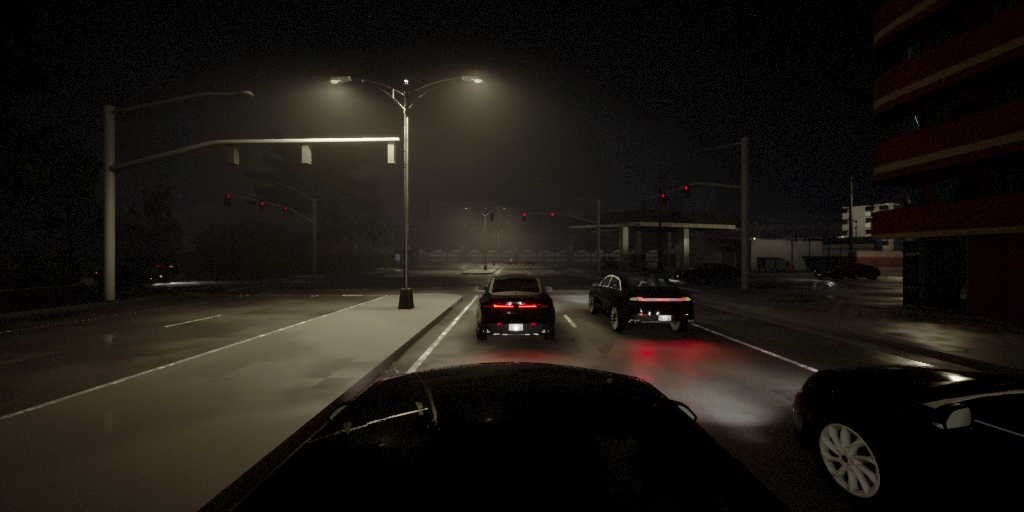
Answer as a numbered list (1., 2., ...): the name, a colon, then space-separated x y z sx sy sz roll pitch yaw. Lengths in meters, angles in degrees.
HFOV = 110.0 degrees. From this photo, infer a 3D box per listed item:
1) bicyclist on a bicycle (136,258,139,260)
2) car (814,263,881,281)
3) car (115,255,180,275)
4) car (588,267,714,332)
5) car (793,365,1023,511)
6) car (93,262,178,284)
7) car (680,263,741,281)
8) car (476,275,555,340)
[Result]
1. bicyclist on a bicycle: -38.217 1.053 36.720 0.582 1.620 1.656 0 0 0
2. car: 27.995 1.276 29.983 4.674 1.442 1.812 0 0 -1
3. car: -31.158 0.971 29.977 5.566 2.045 2.150 0 0 0
4. car: 3.605 1.242 10.833 2.128 1.511 4.902 0 0 0
5. car: 3.600 1.255 1.425 1.837 1.490 4.892 0 0 0
6. car: -27.753 1.314 26.298 4.181 1.385 1.994 0 0 0
7. car: 16.413 1.297 29.820 5.357 1.411 2.033 0 0 -1
8. car: 0.098 1.255 9.979 1.837 1.490 4.892 0 0 0
